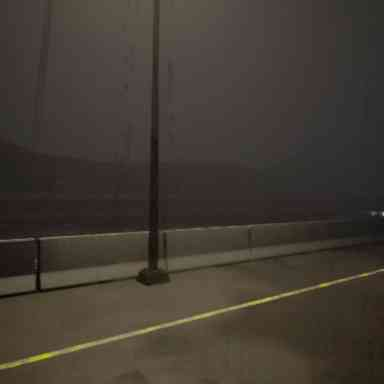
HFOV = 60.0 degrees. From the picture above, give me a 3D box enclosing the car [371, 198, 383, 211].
[{"bbox_3d":[30.158,1.972,51.921,5.566,2.045,2.150,1,0,-40],"label":"car"}]
